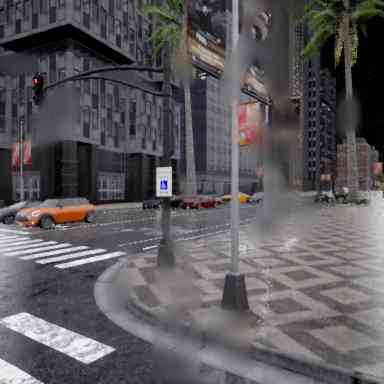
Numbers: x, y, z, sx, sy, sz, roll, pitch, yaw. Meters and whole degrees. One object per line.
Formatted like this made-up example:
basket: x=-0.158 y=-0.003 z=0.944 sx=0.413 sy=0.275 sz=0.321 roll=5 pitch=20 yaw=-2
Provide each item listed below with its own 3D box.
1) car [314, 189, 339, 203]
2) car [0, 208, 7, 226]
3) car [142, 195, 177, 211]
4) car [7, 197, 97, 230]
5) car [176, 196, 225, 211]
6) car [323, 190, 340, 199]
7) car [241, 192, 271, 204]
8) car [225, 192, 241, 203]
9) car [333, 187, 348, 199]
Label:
car: x=17.811 y=0.676 z=44.493 sx=1.837 sy=1.490 sz=4.892 roll=0 pitch=1 yaw=35
car: x=-10.657 y=1.283 z=21.527 sx=1.812 sy=1.442 sz=4.674 roll=0 pitch=1 yaw=35
car: x=-2.787 y=0.995 z=32.630 sx=1.882 sy=1.535 sz=5.008 roll=0 pitch=1 yaw=35
car: x=-7.908 y=1.115 z=19.601 sx=2.097 sy=1.767 sz=4.553 roll=0 pitch=1 yaw=33
car: x=0.916 y=1.092 z=32.233 sx=1.895 sy=1.301 sz=4.718 roll=0 pitch=1 yaw=35
car: x=25.759 y=0.352 z=61.331 sx=1.882 sy=1.535 sz=5.008 roll=0 pitch=1 yaw=36
car: x=8.610 y=0.771 z=43.043 sx=1.837 sy=1.490 sz=4.892 roll=0 pitch=1 yaw=36
car: x=5.806 y=0.744 z=44.703 sx=1.882 sy=1.535 sz=5.008 roll=0 pitch=1 yaw=36
car: x=23.672 y=0.231 z=52.772 sx=2.150 sy=2.045 sz=5.566 roll=0 pitch=1 yaw=36
